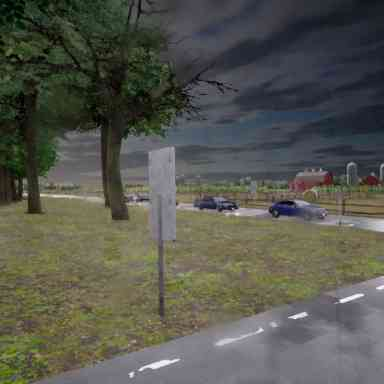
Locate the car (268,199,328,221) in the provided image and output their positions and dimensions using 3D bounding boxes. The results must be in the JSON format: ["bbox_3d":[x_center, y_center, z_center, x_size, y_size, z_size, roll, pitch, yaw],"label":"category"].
[{"bbox_3d":[7.903,1.277,25.233,1.812,1.442,4.674,-1,2,-35],"label":"car"}]

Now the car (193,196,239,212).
[{"bbox_3d":[2.266,1.142,33.072,2.033,1.411,5.357,-1,2,-36],"label":"car"}]

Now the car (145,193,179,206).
[{"bbox_3d":[-3.505,0.800,41.080,2.097,1.767,4.553,-1,1,-36],"label":"car"}]

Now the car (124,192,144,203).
[{"bbox_3d":[-9.536,0.800,49.511,2.128,1.511,4.902,-1,1,-36],"label":"car"}]
